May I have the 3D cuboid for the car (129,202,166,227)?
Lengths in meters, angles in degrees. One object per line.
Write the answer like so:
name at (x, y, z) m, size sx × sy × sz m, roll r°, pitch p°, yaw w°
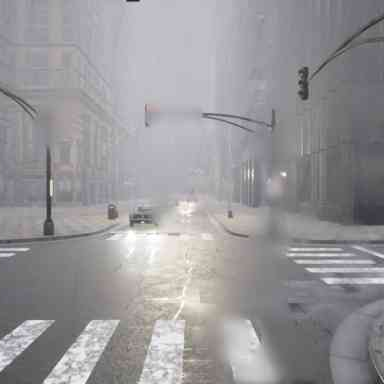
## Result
car at (-3.110, 1.601, 23.201) m, size 1.895 × 1.301 × 4.718 m, roll 0°, pitch 0°, yaw 0°

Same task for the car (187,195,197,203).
car at (0.068, 1.366, 69.674) m, size 2.097 × 1.767 × 4.553 m, roll 0°, pitch 0°, yaw 0°

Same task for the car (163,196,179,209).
car at (-3.115, 1.354, 43.146) m, size 2.097 × 1.767 × 4.553 m, roll 0°, pitch 0°, yaw 0°

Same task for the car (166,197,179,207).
car at (-3.076, 1.531, 53.187) m, size 1.812 × 1.442 × 4.674 m, roll 0°, pitch 0°, yaw 0°

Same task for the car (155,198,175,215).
car at (-3.108, 1.564, 33.144) m, size 1.994 × 1.385 × 4.181 m, roll 0°, pitch 0°, yaw 0°
